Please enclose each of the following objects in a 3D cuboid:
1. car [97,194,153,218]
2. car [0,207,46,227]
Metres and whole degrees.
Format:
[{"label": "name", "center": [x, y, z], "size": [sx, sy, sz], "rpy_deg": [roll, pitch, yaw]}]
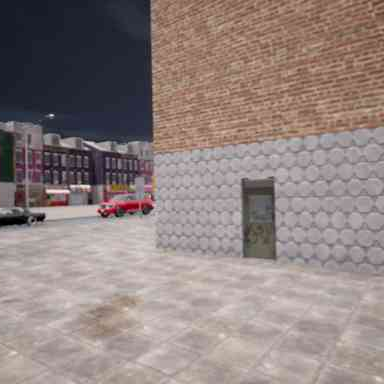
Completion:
[{"label": "car", "center": [-5.983, 1.197, 30.387], "size": [2.150, 2.045, 5.566], "rpy_deg": [-2, -1, 35]}, {"label": "car", "center": [-12.151, 1.691, 21.588], "size": [1.895, 1.301, 4.718], "rpy_deg": [-2, -1, 35]}]
